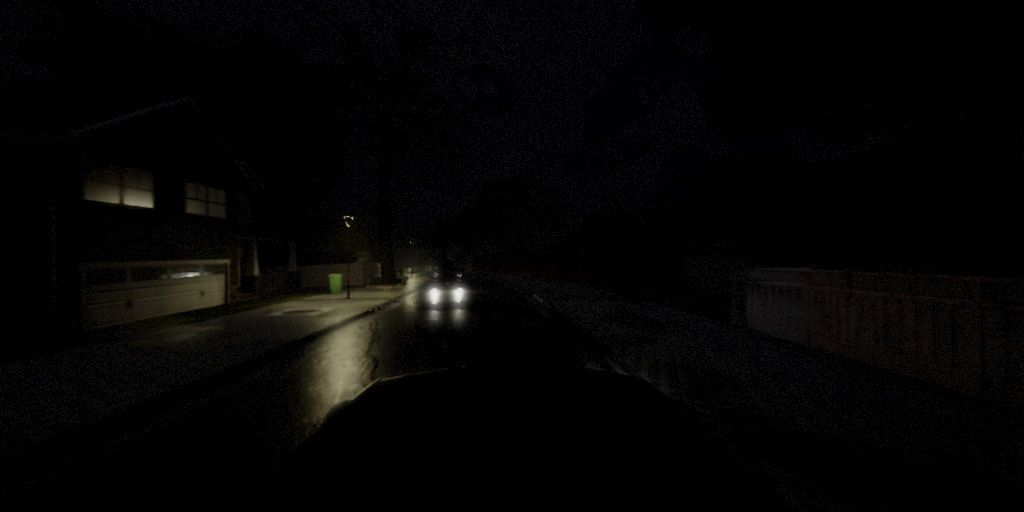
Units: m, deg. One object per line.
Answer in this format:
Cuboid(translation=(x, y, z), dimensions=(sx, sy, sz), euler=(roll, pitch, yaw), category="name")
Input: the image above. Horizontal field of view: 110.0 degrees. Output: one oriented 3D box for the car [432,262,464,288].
Cuboid(translation=(-4.524, 1.259, 25.732), dimensions=(2.097, 1.767, 4.553), euler=(0, -1, -7), category="car")
